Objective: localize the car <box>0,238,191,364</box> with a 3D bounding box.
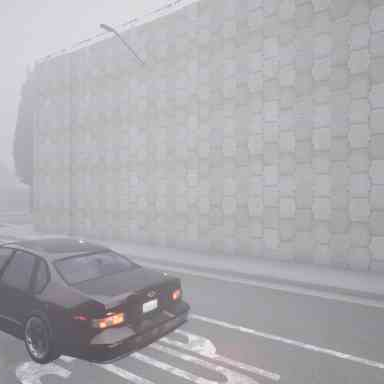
[{"bbox_3d":[-2.602,1.547,5.834,5.357,1.411,2.033,0,0,35],"label":"car"}]
